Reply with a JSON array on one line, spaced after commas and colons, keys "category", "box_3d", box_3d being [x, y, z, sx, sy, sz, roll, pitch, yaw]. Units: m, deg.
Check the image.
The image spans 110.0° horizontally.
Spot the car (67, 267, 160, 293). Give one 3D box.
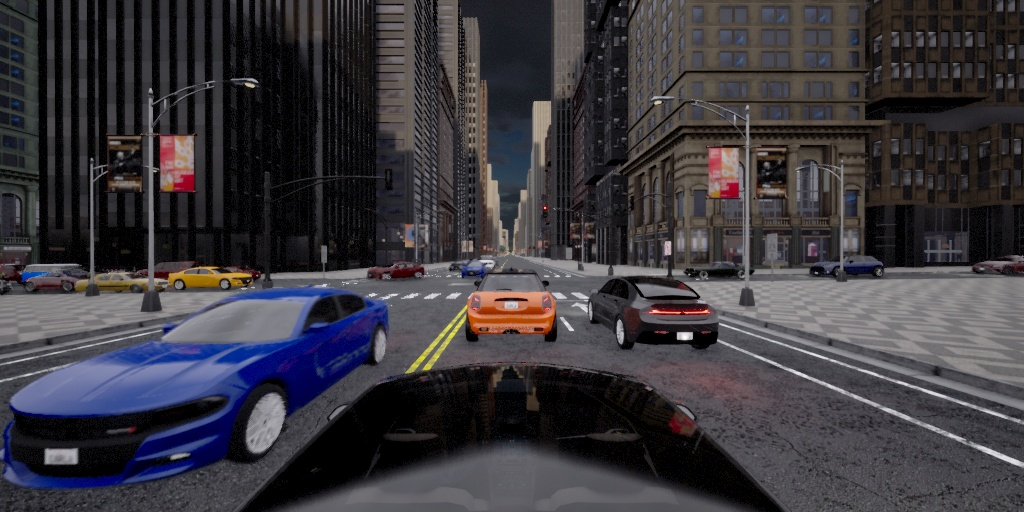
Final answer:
[{"category": "car", "box_3d": [-23.883, 1.595, 22.183, 4.829, 1.417, 1.751, 0, 0, 0]}]

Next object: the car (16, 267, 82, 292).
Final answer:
[{"category": "car", "box_3d": [-30.784, 1.714, 24.854, 4.181, 1.385, 1.994, -1, 0, 1]}]

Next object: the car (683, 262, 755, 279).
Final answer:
[{"category": "car", "box_3d": [16.088, 1.102, 28.086, 4.718, 1.301, 1.895, -1, 0, 0]}]

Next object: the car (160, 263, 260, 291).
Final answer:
[{"category": "car", "box_3d": [-20.785, 1.491, 24.843, 5.008, 1.535, 1.882, -1, 0, 0]}]

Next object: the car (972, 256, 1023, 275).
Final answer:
[{"category": "car", "box_3d": [39.164, 0.718, 28.095, 4.674, 1.442, 1.812, -1, 0, 0]}]

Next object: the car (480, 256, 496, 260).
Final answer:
[{"category": "car", "box_3d": [-3.469, 0.952, 48.261, 2.150, 2.045, 5.566, 0, 0, 0]}]

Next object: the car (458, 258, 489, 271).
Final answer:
[{"category": "car", "box_3d": [-3.430, 1.218, 32.765, 1.882, 1.535, 5.008, 0, 0, 0]}]

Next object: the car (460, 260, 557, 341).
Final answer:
[{"category": "car", "box_3d": [-0.008, 1.101, 10.003, 2.097, 1.767, 4.553, 0, 0, 0]}]

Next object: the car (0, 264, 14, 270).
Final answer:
[{"category": "car", "box_3d": [-44.394, 1.625, 30.727, 5.009, 1.841, 2.192, 0, 0, 0]}]

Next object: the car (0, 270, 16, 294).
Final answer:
[{"category": "car", "box_3d": [-33.825, 1.753, 22.180, 4.403, 1.370, 2.007, 0, 0, 0]}]

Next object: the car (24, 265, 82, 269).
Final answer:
[{"category": "car", "box_3d": [-34.393, 1.689, 28.035, 4.892, 1.490, 1.837, -1, 0, 0]}]

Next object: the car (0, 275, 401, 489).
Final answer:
[{"category": "car", "box_3d": [-3.356, 1.227, 5.162, 1.882, 1.535, 5.008, 0, 0, 0]}]

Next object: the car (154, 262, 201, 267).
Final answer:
[{"category": "car", "box_3d": [-29.133, 1.418, 30.715, 5.009, 1.841, 2.192, 0, 0, 0]}]

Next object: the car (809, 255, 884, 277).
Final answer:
[{"category": "car", "box_3d": [26.102, 0.719, 28.097, 4.553, 1.767, 2.097, -1, 0, 0]}]

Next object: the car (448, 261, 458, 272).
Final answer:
[{"category": "car", "box_3d": [-6.709, 1.296, 45.123, 1.994, 1.385, 4.181, 0, 0, 0]}]

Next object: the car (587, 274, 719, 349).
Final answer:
[{"category": "car", "box_3d": [3.234, 1.254, 9.143, 1.837, 1.490, 4.892, 0, 0, 0]}]

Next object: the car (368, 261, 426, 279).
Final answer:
[{"category": "car", "box_3d": [-9.674, 1.248, 30.329, 1.882, 1.535, 5.008, 0, 1, 38]}]

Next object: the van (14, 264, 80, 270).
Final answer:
[{"category": "van", "box_3d": [-39.307, 1.582, 30.723, 3.998, 1.789, 1.690, 0, 0, 0]}]
